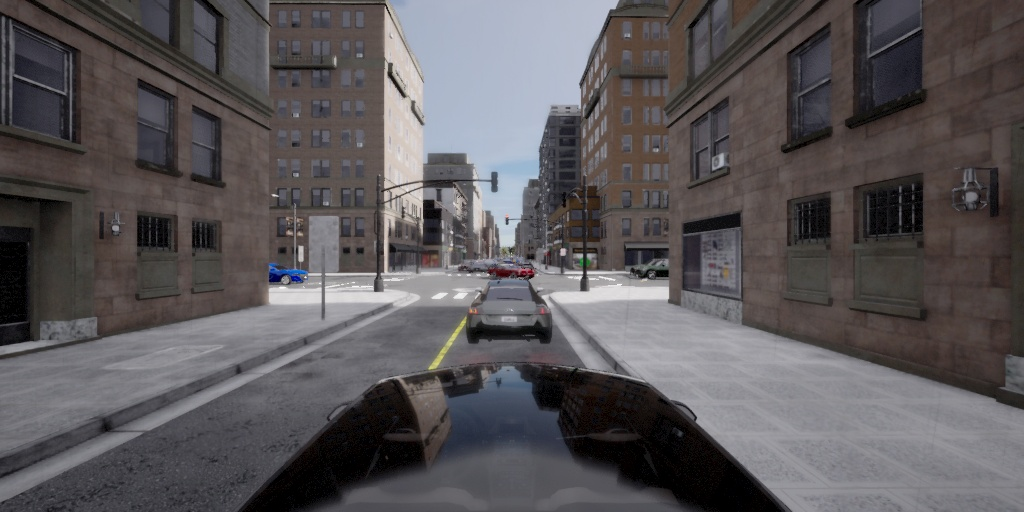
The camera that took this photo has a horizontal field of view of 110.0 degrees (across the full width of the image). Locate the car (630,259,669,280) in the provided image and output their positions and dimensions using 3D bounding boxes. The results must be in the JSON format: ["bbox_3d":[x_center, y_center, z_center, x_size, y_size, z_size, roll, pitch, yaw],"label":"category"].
[{"bbox_3d":[12.729,1.052,30.076,4.553,1.767,2.097,0,0,-1],"label":"car"}]

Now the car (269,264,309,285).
[{"bbox_3d":[-17.584,1.291,26.219,5.008,1.535,1.882,0,0,1],"label":"car"}]

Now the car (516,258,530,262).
[{"bbox_3d":[1.899,1.362,48.708,1.948,1.339,4.313,0,0,0],"label":"car"}]

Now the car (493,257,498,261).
[{"bbox_3d":[-3.654,1.339,57.929,1.812,1.442,4.674,0,0,0],"label":"car"}]

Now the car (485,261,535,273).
[{"bbox_3d":[-0.086,1.363,30.826,1.895,1.301,4.718,0,0,-36],"label":"car"}]

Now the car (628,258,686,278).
[{"bbox_3d":[13.377,1.056,33.336,4.553,1.767,2.097,0,0,-1],"label":"car"}]

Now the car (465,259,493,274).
[{"bbox_3d":[-3.780,1.348,41.808,1.994,1.385,4.181,0,0,4],"label":"car"}]

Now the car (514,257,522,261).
[{"bbox_3d":[1.764,1.395,65.240,1.948,1.339,4.313,0,0,0],"label":"car"}]

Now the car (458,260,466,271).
[{"bbox_3d":[-6.125,1.236,48.643,1.967,1.591,4.097,0,0,0],"label":"car"}]

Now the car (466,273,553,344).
[{"bbox_3d":[-0.070,1.315,9.636,1.994,1.385,4.181,0,0,0],"label":"car"}]

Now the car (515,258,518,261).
[{"bbox_3d":[1.809,1.399,59.730,1.802,1.307,4.207,0,0,0],"label":"car"}]
